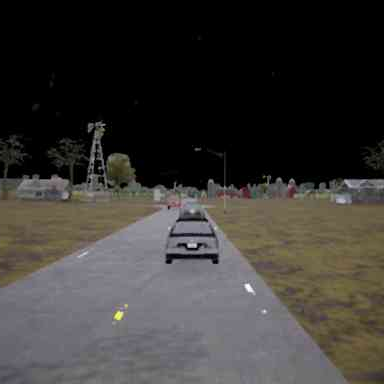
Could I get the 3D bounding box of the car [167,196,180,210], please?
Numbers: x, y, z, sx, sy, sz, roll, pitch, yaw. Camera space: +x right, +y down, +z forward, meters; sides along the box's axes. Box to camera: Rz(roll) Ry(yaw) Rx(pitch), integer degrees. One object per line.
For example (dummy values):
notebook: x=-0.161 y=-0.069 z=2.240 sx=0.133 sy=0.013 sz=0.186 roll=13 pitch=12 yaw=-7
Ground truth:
car: x=-2.737 y=1.697 z=52.537 sx=2.150 sy=2.045 sz=5.566 roll=0 pitch=-1 yaw=0

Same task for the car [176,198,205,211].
car: x=0.031 y=1.627 z=28.451 sx=2.097 sy=1.767 sz=4.553 roll=0 pitch=-1 yaw=0

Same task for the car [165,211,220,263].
car: x=0.014 y=1.678 z=12.533 sx=2.033 sy=1.411 sz=5.357 roll=0 pitch=-1 yaw=0
